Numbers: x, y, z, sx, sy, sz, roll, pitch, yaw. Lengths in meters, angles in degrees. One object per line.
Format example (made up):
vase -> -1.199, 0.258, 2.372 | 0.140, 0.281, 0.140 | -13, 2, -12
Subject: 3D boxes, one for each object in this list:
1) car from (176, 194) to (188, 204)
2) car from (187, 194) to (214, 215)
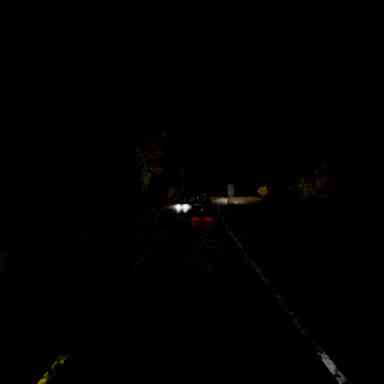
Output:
car -> -1.352, 1.119, 51.375 | 2.128, 1.511, 4.902 | 0, 0, 5
car -> 0.941, 1.272, 30.619 | 2.128, 1.511, 4.902 | 0, 0, 3
